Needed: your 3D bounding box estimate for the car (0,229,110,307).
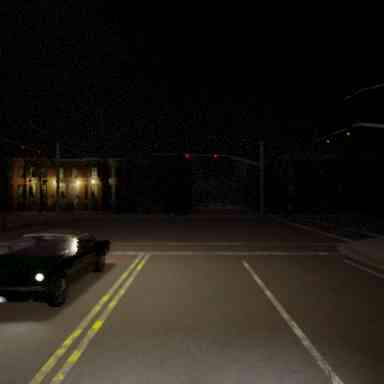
[{"bbox_3d":[-3.520,1.675,8.290,1.895,1.301,4.718,0,-1,0],"label":"car"}]
